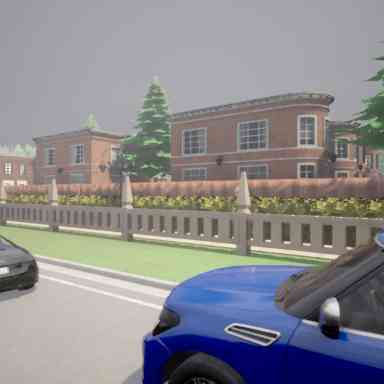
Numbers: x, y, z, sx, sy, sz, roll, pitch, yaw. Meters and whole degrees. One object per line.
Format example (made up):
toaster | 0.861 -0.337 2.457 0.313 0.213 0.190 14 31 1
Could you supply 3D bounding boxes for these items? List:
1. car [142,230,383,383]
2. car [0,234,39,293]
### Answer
car | 2.159 1.222 2.452 5.566 2.045 2.150 0 0 36
car | -5.480 1.564 7.854 4.181 1.385 1.994 0 0 36
